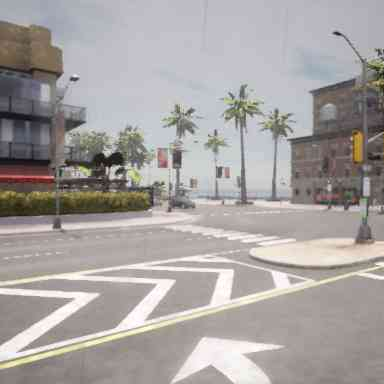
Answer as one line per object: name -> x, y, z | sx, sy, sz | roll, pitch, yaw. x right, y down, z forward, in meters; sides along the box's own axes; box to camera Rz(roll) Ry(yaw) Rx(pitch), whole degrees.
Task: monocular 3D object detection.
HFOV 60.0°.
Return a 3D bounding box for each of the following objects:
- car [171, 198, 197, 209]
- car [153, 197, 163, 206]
car -> -1.286, 1.568, 46.623 | 1.837, 1.490, 4.892 | 0, 0, -35
car -> -6.552, 1.589, 54.163 | 1.812, 1.442, 4.674 | 0, 0, -35
